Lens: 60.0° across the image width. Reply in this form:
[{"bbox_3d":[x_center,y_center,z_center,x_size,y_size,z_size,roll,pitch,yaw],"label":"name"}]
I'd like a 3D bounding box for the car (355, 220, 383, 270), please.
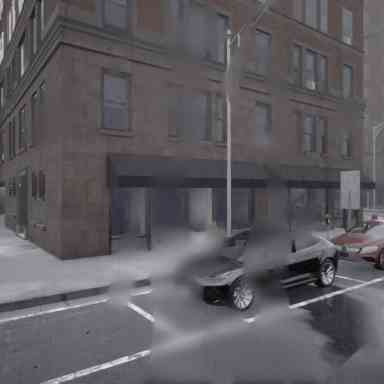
[{"bbox_3d":[6.119,1.582,10.898,4.206,1.307,1.802,0,0,-35],"label":"car"}]

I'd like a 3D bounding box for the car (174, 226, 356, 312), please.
[{"bbox_3d":[1.640,1.566,7.704,4.313,1.339,1.947,0,0,-35],"label":"car"}]
